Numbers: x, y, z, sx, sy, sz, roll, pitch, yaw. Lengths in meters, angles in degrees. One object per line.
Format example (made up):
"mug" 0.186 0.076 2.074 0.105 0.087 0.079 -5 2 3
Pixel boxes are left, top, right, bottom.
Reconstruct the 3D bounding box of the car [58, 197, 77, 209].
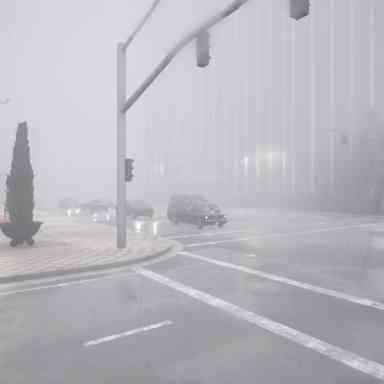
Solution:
"car" -17.176 1.491 46.271 2.128 1.511 4.902 0 0 -35

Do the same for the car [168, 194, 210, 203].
"car" 0.025 1.221 28.372 2.150 2.045 5.566 0 0 -36

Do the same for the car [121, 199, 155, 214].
"car" -5.988 1.526 36.707 1.812 1.442 4.674 0 0 -36

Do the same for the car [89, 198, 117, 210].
"car" -12.178 1.547 45.292 2.033 1.411 5.357 0 0 -36

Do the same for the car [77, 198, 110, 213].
"car" -11.097 1.601 37.792 1.895 1.301 4.718 0 0 -36

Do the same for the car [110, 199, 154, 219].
"car" -5.183 1.478 29.600 1.882 1.535 5.008 0 0 -36

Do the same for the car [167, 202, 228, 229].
"car" 0.271 1.601 21.959 1.895 1.301 4.718 0 0 -34
